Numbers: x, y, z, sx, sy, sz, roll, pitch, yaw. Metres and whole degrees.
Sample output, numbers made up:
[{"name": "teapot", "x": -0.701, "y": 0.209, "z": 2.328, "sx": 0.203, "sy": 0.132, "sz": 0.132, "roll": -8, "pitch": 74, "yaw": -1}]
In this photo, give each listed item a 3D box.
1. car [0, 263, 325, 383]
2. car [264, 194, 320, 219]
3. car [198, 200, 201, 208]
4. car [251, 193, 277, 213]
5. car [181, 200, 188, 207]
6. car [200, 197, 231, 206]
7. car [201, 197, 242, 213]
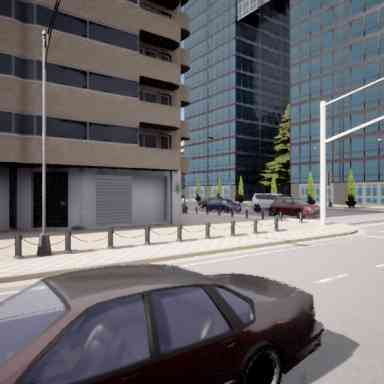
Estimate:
[{"name": "car", "x": -0.871, "y": 1.547, "z": 3.374, "sx": 5.357, "sy": 1.411, "sz": 2.033, "roll": 0, "pitch": 0, "yaw": -36}, {"name": "car", "x": 8.765, "y": 1.296, "z": 28.304, "sx": 2.097, "sy": 1.767, "sz": 4.553, "roll": 0, "pitch": 0, "yaw": -34}, {"name": "car", "x": 2.763, "y": 1.436, "z": 42.853, "sx": 2.128, "sy": 1.511, "sz": 4.902, "roll": 0, "pitch": 0, "yaw": -35}, {"name": "car", "x": 8.611, "y": 1.166, "z": 34.598, "sx": 2.150, "sy": 2.045, "sz": 5.566, "roll": 0, "pitch": 0, "yaw": -36}, {"name": "car", "x": -2.373, "y": 1.470, "z": 44.094, "sx": 1.812, "sy": 1.442, "sz": 4.674, "roll": 0, "pitch": 0, "yaw": -35}, {"name": "car", "x": 3.707, "y": 1.491, "z": 54.032, "sx": 2.033, "sy": 1.411, "sz": 5.357, "roll": 0, "pitch": 0, "yaw": -35}, {"name": "car", "x": 3.363, "y": 1.470, "z": 35.942, "sx": 1.812, "sy": 1.442, "sz": 4.674, "roll": 0, "pitch": 0, "yaw": -35}]
